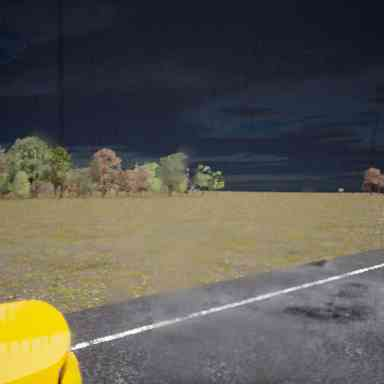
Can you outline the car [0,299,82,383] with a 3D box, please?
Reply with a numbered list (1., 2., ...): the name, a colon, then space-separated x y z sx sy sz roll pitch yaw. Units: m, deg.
1. car: -3.193 1.478 1.711 5.008 1.535 1.882 0 0 -35
